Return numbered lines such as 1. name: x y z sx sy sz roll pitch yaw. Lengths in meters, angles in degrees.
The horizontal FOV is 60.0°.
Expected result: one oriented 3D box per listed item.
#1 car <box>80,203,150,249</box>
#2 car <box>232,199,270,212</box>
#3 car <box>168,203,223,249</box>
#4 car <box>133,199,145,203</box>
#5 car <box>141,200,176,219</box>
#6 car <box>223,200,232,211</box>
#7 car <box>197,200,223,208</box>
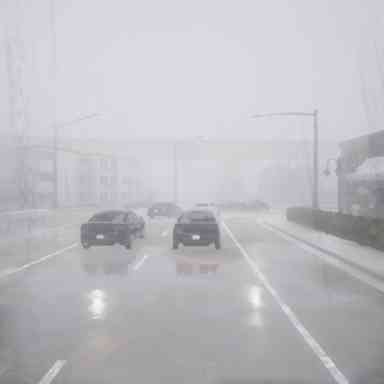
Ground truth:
1. car: -3.282 1.485 14.604 1.882 1.535 5.008 0 0 1
2. car: 7.195 1.533 38.758 4.674 1.442 1.812 0 0 -44
3. car: 0.217 1.485 14.517 1.882 1.535 5.008 0 0 1
4. car: -6.838 1.655 43.848 1.895 1.301 4.718 0 0 36
5. car: -2.288 1.563 29.147 2.033 1.411 5.357 0 0 14
6. car: 4.793 1.616 41.304 4.718 1.301 1.895 0 0 -44
7. car: 1.105 1.533 28.289 1.812 1.442 4.674 0 0 14
